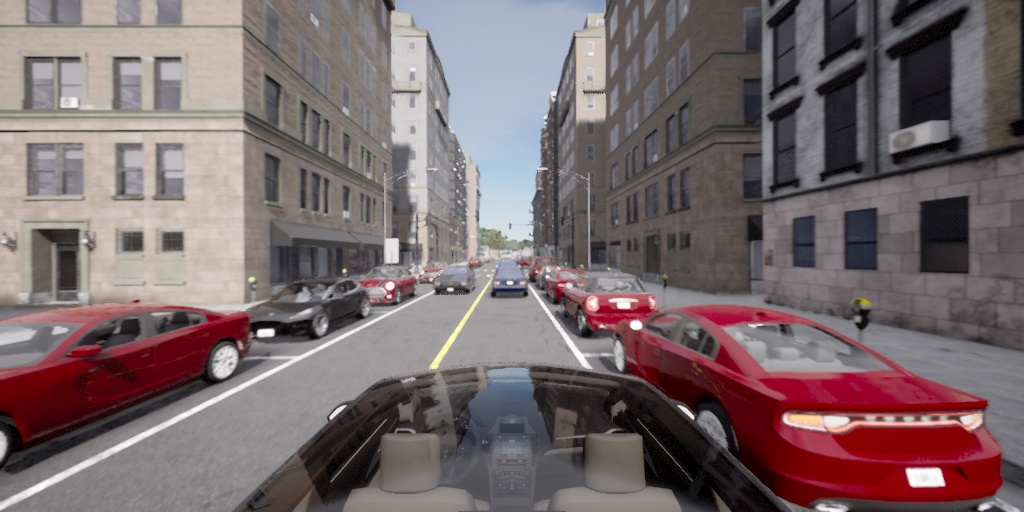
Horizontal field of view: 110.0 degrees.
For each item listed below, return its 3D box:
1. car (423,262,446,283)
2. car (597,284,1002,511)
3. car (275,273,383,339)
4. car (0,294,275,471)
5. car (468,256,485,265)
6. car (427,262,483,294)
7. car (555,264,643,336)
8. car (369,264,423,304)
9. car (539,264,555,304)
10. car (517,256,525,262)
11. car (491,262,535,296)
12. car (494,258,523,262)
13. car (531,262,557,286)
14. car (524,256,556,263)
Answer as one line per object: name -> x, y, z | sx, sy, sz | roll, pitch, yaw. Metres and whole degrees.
car -> -5.675, 1.152, 27.159 | 1.967, 1.591, 4.097 | 0, 0, -1
car -> 2.625, 1.273, 4.530 | 1.888, 1.381, 4.507 | 0, 0, -1
car -> -5.468, 1.324, 10.114 | 1.948, 1.339, 4.313 | 0, 0, -1
car -> -5.399, 1.318, 4.432 | 1.888, 1.381, 4.507 | 0, 0, -1
car -> -6.102, 0.938, 59.716 | 2.192, 1.841, 5.009 | 0, 0, -1
car -> -3.039, 1.264, 20.249 | 2.033, 1.411, 5.357 | 0, 0, 0
car -> 2.556, 1.153, 10.212 | 1.967, 1.591, 4.097 | 0, 0, -1
car -> -5.537, 1.182, 15.796 | 1.967, 1.591, 4.097 | 0, 0, -1
car -> 2.487, 1.243, 15.894 | 1.888, 1.381, 4.507 | 0, 0, -1
car -> 2.083, 0.907, 54.312 | 2.192, 1.841, 5.009 | 0, 0, -1
car -> -0.117, 1.252, 18.814 | 2.033, 1.411, 5.357 | 0, 0, 0
car -> -0.318, 1.154, 29.343 | 1.882, 1.535, 5.008 | 0, 0, -1
car -> 2.418, 1.233, 21.576 | 2.007, 1.370, 4.403 | 0, 0, -1
car -> 2.349, 0.982, 27.257 | 2.192, 1.841, 5.009 | 0, 0, -1
